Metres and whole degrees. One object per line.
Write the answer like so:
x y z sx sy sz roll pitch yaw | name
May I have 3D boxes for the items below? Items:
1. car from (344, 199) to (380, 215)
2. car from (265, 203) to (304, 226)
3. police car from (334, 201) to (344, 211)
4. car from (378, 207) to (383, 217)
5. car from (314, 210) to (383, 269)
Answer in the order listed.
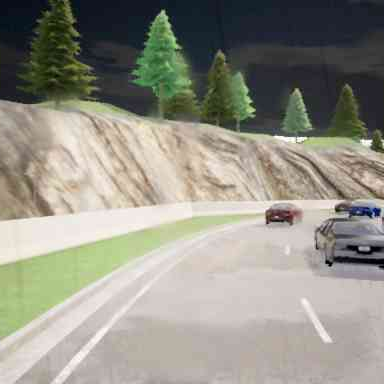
16.212 1.619 31.009 1.882 1.535 5.008 0 0 41 | car
6.831 1.540 24.368 1.882 1.535 5.008 0 0 29 | car
18.407 1.665 38.269 4.974 1.542 2.038 1 0 -41 | police car
11.597 1.701 18.145 1.895 1.301 4.718 0 0 25 | car
5.359 1.594 11.473 2.033 1.411 5.357 0 0 15 | car
